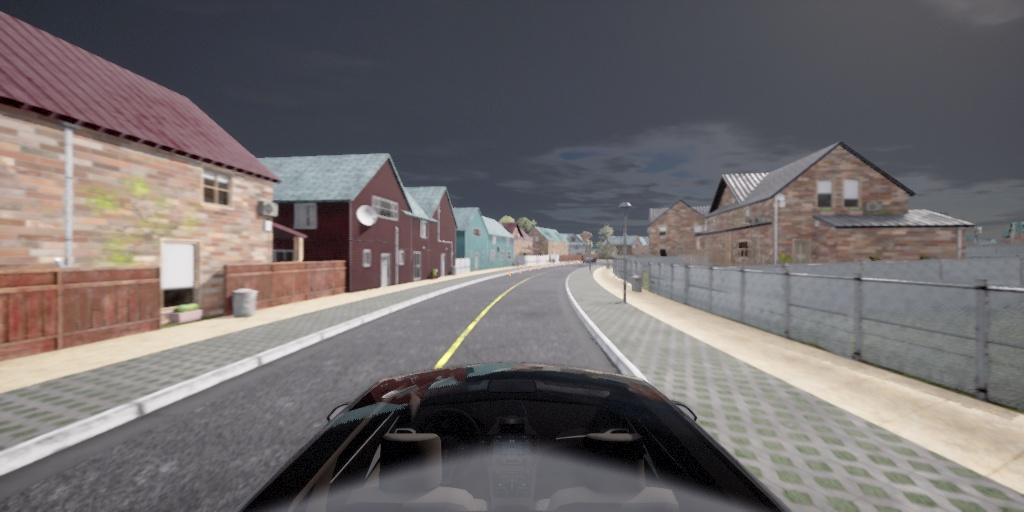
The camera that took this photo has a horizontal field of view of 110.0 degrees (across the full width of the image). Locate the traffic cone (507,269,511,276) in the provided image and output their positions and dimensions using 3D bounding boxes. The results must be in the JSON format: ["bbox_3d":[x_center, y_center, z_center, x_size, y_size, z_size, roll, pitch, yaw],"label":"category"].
[{"bbox_3d":[-0.246,1.600,34.789,0.340,0.580,0.340,0,0,12],"label":"traffic cone"}]

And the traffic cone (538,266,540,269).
[{"bbox_3d":[3.711,1.483,49.497,0.340,0.580,0.340,0,0,18],"label":"traffic cone"}]

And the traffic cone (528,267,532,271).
[{"bbox_3d":[2.235,1.528,44.637,0.340,0.580,0.340,0,0,16],"label":"traffic cone"}]

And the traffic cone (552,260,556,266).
[{"bbox_3d":[7.128,1.394,59.063,0.340,0.580,0.340,0,0,21],"label":"traffic cone"}]

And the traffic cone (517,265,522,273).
[{"bbox_3d":[0.915,1.568,39.733,0.340,0.580,0.340,0,0,14],"label":"traffic cone"}]
